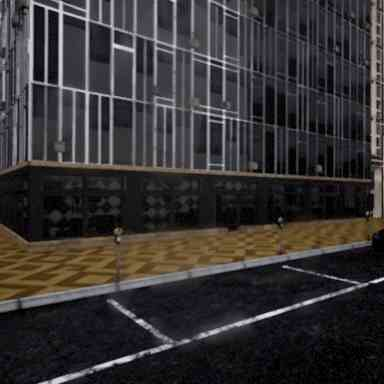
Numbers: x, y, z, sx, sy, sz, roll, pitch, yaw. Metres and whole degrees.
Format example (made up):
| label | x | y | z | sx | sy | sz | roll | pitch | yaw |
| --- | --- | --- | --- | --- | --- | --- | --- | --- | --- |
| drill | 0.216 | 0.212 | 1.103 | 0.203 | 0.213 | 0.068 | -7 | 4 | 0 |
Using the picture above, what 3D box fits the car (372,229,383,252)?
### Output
| label | x | y | z | sx | sy | sz | roll | pitch | yaw |
| --- | --- | --- | --- | --- | --- | --- | --- | --- | --- |
| car | 8.661 | 1.588 | 12.738 | 4.313 | 1.339 | 1.947 | 0 | 0 | -36 |
